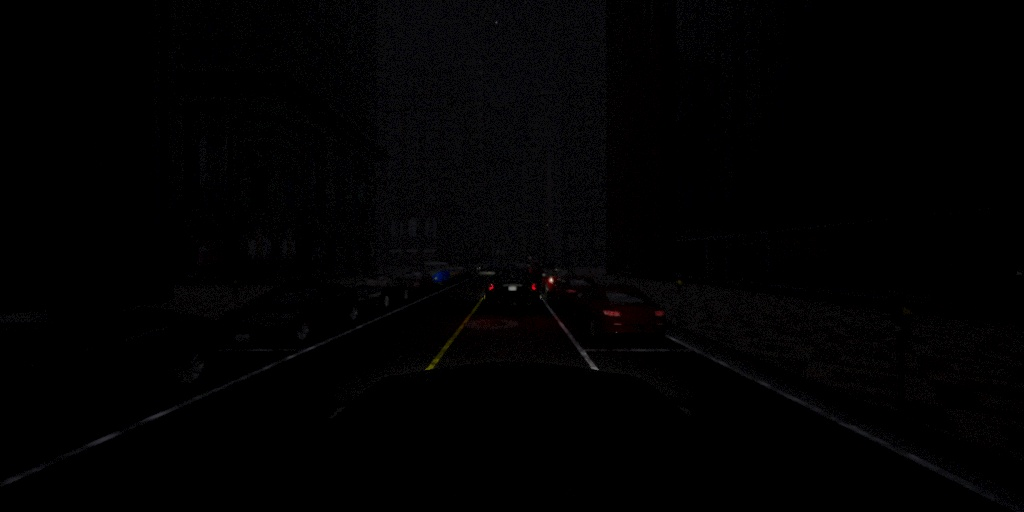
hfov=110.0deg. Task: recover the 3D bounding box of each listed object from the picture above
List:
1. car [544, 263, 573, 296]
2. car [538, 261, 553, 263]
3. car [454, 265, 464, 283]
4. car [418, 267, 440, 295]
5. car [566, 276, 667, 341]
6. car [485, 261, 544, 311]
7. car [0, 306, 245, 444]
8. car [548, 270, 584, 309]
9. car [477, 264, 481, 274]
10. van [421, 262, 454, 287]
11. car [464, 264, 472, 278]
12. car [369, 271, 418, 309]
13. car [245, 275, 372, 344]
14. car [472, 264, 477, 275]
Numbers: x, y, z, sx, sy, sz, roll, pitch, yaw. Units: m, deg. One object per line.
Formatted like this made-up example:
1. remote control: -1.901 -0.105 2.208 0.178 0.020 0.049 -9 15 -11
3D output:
1. car: 2.787 1.388 21.115 1.967 1.591 4.097 0 0 0
2. car: 2.802 1.383 32.385 2.192 1.841 5.009 0 0 0
3. car: -5.723 1.594 32.223 1.751 1.417 4.829 0 0 0
4. car: -5.738 1.531 21.122 1.802 1.307 4.207 0 0 0
5. car: 2.773 1.414 9.843 1.802 1.307 4.207 0 0 0
6. car: 0.041 1.239 15.269 2.097 1.767 4.553 0 -1 1
7. car: -5.760 1.341 4.213 1.948 1.339 4.313 0 0 0
8. car: 2.780 1.472 15.479 1.802 1.307 4.207 0 0 0
9. car: -5.701 1.819 49.302 1.948 1.339 4.313 0 0 0
10. van: -5.730 1.349 26.757 1.690 1.789 3.998 0 0 0
11. car: -5.715 1.711 38.030 1.802 1.307 4.207 0 0 0
12. car: -5.745 1.441 15.485 2.007 1.370 4.403 0 0 0
13. car: -5.752 1.398 9.849 1.948 1.339 4.313 0 0 0
14. car: -5.708 1.757 43.666 1.948 1.339 4.313 0 0 0
